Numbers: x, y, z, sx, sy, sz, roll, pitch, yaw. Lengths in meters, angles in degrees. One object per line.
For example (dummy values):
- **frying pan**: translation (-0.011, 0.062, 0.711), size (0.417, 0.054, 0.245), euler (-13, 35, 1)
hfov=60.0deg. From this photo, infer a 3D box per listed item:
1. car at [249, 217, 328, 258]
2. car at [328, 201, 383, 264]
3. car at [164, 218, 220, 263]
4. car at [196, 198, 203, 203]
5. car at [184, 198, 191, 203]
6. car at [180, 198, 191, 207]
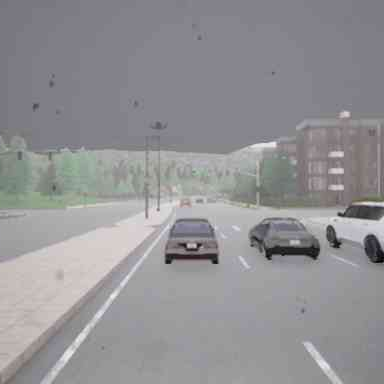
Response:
- **car**: translation (3.517, 1.704, 13.321), size (1.994, 1.385, 4.181), euler (0, -1, 0)
- **car**: translation (7.007, 1.356, 12.506), size (2.150, 2.045, 5.566), euler (0, 0, 0)
- **car**: translation (0.006, 1.678, 12.465), size (2.033, 1.411, 5.357), euler (0, -1, 0)
- **car**: translation (2.180, 2.469, 95.617), size (1.882, 1.535, 5.008), euler (0, -1, 0)
- **car**: translation (-1.320, 2.515, 95.586), size (1.812, 1.442, 4.674), euler (0, -1, 0)
- **car**: translation (-1.230, 2.025, 64.765), size (2.097, 1.767, 4.553), euler (0, -1, -1)
